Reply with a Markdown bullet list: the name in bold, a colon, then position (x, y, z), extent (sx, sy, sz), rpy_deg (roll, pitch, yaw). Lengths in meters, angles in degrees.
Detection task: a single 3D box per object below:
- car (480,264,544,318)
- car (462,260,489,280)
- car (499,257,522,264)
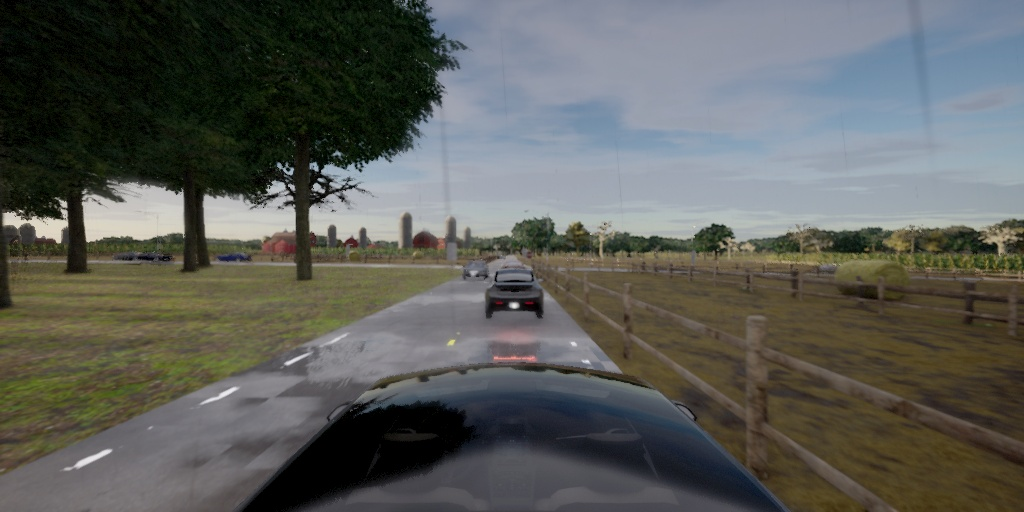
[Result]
- **car**: position (0.082, 1.197, 12.787), extent (1.837, 1.490, 4.892), rpy_deg (0, 0, 0)
- **car**: position (-2.830, 1.090, 28.782), extent (2.128, 1.511, 4.902), rpy_deg (0, 0, 0)
- **car**: position (0.089, 1.077, 28.621), extent (1.882, 1.535, 5.008), rpy_deg (0, 0, 0)
